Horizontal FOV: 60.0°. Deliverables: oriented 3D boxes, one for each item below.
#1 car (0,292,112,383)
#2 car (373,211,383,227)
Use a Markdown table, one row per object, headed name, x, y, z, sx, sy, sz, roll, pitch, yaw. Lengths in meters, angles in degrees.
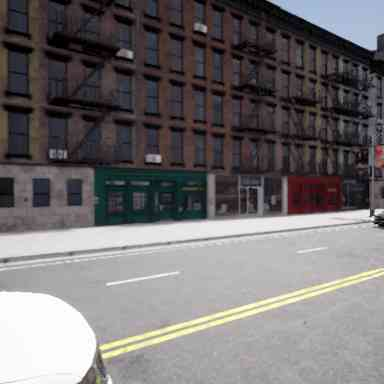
| name | x | y | z | sx | sy | sz | roll | pitch | yaw |
| --- | --- | --- | --- | --- | --- | --- | --- | --- | --- |
| car | -3.052 | 1.223 | 1.263 | 5.566 | 2.045 | 2.150 | 0 | 0 | -35 |
| car | 13.903 | 1.533 | 21.570 | 5.357 | 1.411 | 2.033 | 0 | 0 | -35 |
